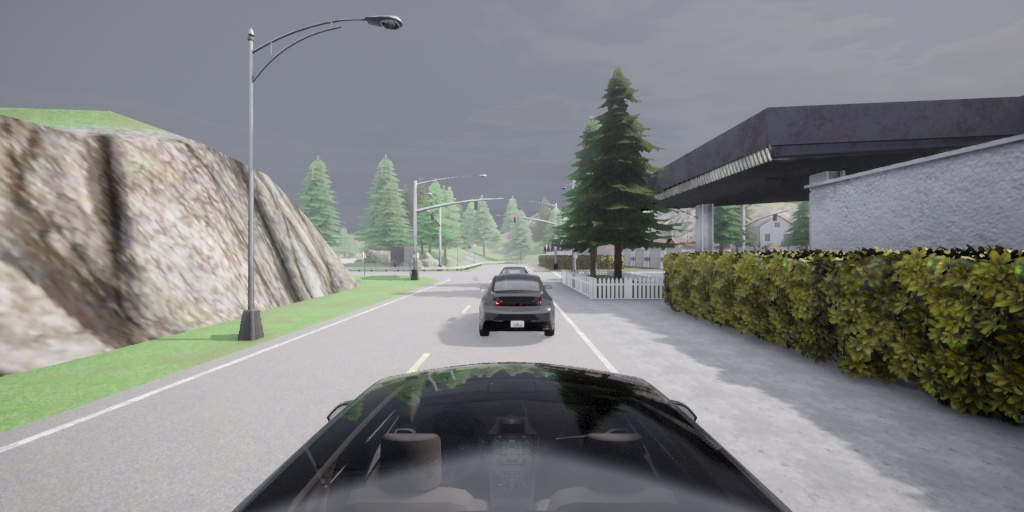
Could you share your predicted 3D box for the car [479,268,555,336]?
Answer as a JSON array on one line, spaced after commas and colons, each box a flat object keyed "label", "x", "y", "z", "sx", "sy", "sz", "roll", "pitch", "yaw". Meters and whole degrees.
[{"label": "car", "x": 0.123, "y": 1.255, "z": 10.334, "sx": 1.837, "sy": 1.490, "sz": 4.892, "roll": 0, "pitch": 0, "yaw": 0}]
